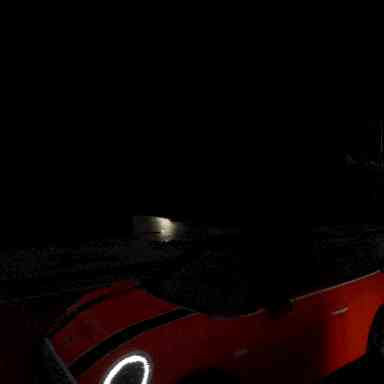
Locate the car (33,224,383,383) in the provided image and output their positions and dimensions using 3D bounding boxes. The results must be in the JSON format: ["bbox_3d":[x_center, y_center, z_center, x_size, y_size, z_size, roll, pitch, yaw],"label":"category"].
[{"bbox_3d":[0.588,1.354,4.106,4.553,1.767,2.097,0,0,-35],"label":"car"}]
